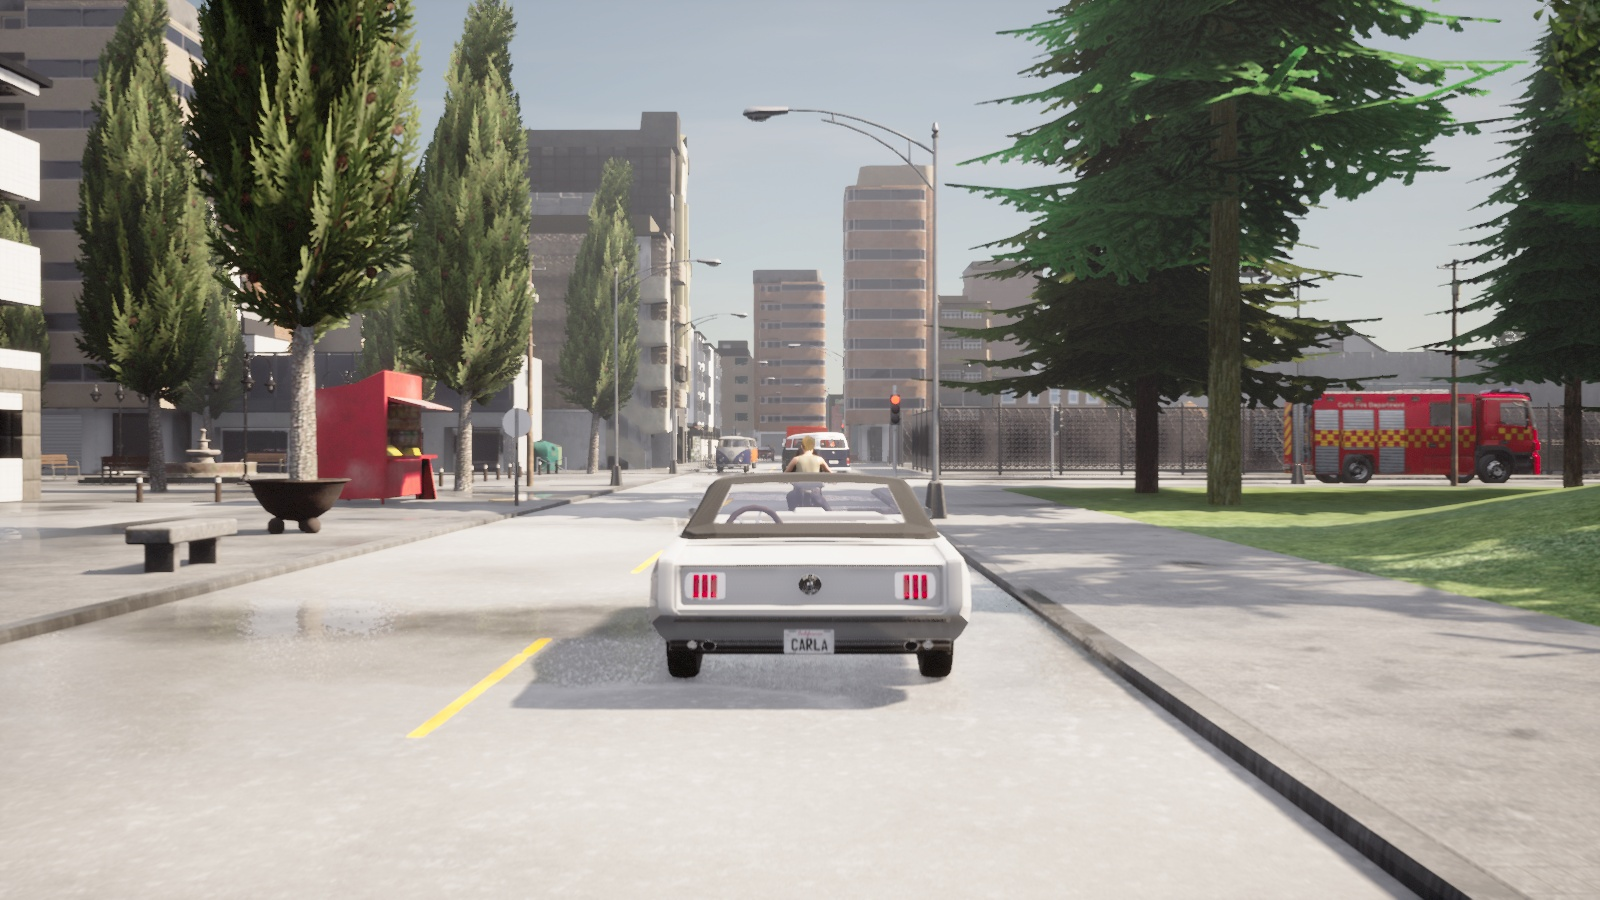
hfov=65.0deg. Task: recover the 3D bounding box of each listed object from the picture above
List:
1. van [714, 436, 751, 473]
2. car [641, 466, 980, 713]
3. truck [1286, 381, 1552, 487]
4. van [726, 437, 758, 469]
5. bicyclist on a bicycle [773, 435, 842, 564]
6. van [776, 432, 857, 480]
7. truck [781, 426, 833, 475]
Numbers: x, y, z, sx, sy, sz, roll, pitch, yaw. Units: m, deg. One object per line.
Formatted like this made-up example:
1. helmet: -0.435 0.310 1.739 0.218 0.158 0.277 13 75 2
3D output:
1. van: -3.668 0.220 68.992 1.775 1.987 4.442 0 0 0
2. car: 0.069 0.809 9.383 1.895 1.301 4.718 0 0 0
3. truck: 22.959 -0.587 46.885 8.468 3.827 2.891 0 0 0
4. van: -3.626 0.180 78.881 1.775 1.987 4.442 0 0 0
5. bicyclist on a bicycle: 0.104 0.617 16.488 0.866 1.612 1.509 0 0 1
6. van: 0.675 0.248 55.723 2.069 2.038 4.480 0 0 -21
7. truck: 0.333 -0.004 65.945 2.627 2.467 5.204 0 0 -1
